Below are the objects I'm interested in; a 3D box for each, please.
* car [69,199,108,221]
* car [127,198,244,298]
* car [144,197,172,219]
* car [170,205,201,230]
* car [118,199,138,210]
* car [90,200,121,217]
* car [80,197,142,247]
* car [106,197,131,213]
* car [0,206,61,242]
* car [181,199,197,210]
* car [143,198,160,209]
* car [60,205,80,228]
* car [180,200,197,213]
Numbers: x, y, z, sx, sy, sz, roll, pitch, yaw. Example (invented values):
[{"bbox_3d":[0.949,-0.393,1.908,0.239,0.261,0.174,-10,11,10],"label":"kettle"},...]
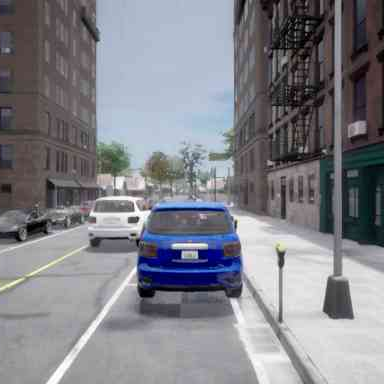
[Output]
[{"bbox_3d":[-8.408,1.445,27.388,1.967,1.590,4.097,0,0,0],"label":"car"},{"bbox_3d":[-0.039,1.228,8.680,2.150,2.045,5.566,0,0,0],"label":"car"},{"bbox_3d":[-3.018,1.357,30.216,2.097,1.767,4.553,0,0,0],"label":"car"},{"bbox_3d":[-0.383,1.584,21.873,1.802,1.307,4.206,0,0,0],"label":"car"},{"bbox_3d":[-8.408,1.600,43.945,1.802,1.307,4.206,0,0,0],"label":"car"},{"bbox_3d":[-8.408,1.534,32.737,1.752,1.417,4.829,0,0,0],"label":"car"},{"bbox_3d":[-3.019,1.217,15.177,2.150,2.045,5.566,0,0,0],"label":"car"},{"bbox_3d":[-8.408,1.454,38.426,1.967,1.590,4.097,0,0,0],"label":"car"},{"bbox_3d":[-8.408,1.566,16.351,1.947,1.339,4.313,0,0,0],"label":"car"},{"bbox_3d":[-0.383,1.584,43.946,1.947,1.339,4.313,0,0,0],"label":"car"},{"bbox_3d":[-5.776,1.548,47.499,1.812,1.442,4.674,0,0,0],"label":"car"},{"bbox_3d":[-8.408,1.553,21.869,2.008,1.369,4.403,0,0,0],"label":"car"},{"bbox_3d":[-0.383,1.596,38.428,1.802,1.307,4.206,0,0,0],"label":"car"}]
